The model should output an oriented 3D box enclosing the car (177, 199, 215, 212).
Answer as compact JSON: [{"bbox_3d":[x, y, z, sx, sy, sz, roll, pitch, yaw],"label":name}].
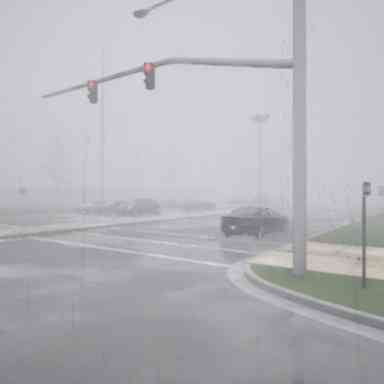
[{"bbox_3d":[0.780,1.612,39.332,1.895,1.301,4.718,0,0,36],"label":"car"}]

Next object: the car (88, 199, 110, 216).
[{"bbox_3d":[-7.755,1.539,33.565,1.812,1.442,4.674,0,0,36],"label":"car"}]

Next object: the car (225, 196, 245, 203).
[{"bbox_3d":[7.904,1.538,54.982,1.812,1.442,4.674,0,0,37],"label":"car"}]

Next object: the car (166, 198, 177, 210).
[{"bbox_3d":[-0.811,1.614,43.088,1.895,1.301,4.718,0,0,36],"label":"car"}]

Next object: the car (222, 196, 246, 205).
[{"bbox_3d":[7.751,1.507,60.645,2.128,1.511,4.902,0,0,37],"label":"car"}]

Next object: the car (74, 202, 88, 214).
[{"bbox_3d":[-10.373,1.541,35.908,1.812,1.442,4.674,0,0,36],"label":"car"}]

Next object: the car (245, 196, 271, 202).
[{"bbox_3d":[10.920,1.362,53.171,2.097,1.767,4.553,0,0,36],"label":"car"}]

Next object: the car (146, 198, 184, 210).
[{"bbox_3d":[-3.585,1.561,45.217,2.033,1.411,5.357,0,0,36],"label":"car"}]

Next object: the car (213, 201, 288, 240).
[{"bbox_3d":[3.367,1.481,17.320,1.882,1.535,5.008,0,0,37],"label":"car"}]

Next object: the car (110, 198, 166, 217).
[{"bbox_3d":[-5.016,1.363,31.383,2.097,1.767,4.553,0,0,36],"label":"car"}]
